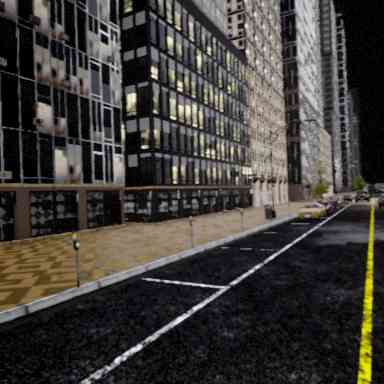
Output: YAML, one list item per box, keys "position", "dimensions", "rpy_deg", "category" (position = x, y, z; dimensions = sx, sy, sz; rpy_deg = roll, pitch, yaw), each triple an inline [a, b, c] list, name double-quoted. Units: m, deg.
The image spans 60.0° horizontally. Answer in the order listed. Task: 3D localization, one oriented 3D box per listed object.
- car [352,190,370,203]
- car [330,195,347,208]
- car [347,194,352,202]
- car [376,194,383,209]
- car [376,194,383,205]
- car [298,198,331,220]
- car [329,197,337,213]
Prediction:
- position: [28.818, 0.744, 56.282]
  dimensions: [2.150, 2.045, 5.566]
  rpy_deg: [-2, -1, 29]
  category: "car"
- position: [17.979, 1.215, 42.006]
  dimensions: [1.967, 1.590, 4.097]
  rpy_deg: [-3, -1, 29]
  category: "car"
- position: [28.879, 1.141, 61.994]
  dimensions: [1.947, 1.339, 4.313]
  rpy_deg: [-3, -1, 29]
  category: "car"
- position: [21.700, 1.116, 36.891]
  dimensions: [1.812, 1.442, 4.674]
  rpy_deg: [-2, -1, 29]
  category: "car"
- position: [27.845, 1.027, 48.208]
  dimensions: [2.033, 1.411, 5.357]
  rpy_deg: [-2, -1, 29]
  category: "car"
- position: [9.730, 1.447, 26.862]
  dimensions: [1.752, 1.417, 4.829]
  rpy_deg: [-3, -1, 29]
  category: "car"
- position: [12.537, 1.454, 32.008]
  dimensions: [1.802, 1.307, 4.206]
  rpy_deg: [-3, -1, 29]
  category: "car"
